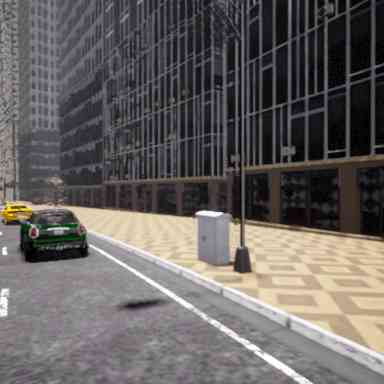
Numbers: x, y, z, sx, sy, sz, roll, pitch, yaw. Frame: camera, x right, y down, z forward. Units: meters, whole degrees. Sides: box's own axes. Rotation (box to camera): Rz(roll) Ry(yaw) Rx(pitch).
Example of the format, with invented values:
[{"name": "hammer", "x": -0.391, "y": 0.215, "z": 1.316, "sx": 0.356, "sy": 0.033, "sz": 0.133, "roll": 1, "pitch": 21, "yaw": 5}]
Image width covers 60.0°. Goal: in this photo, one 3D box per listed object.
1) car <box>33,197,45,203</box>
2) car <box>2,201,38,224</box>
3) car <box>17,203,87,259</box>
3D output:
[{"name": "car", "x": -34.427, "y": 2.165, "z": 77.372, "sx": 5.009, "sy": 1.841, "sz": 2.192, "roll": 0, "pitch": 0, "yaw": -35}, {"name": "car", "x": -14.325, "y": 1.741, "z": 27.311, "sx": 1.882, "sy": 1.535, "sz": 5.008, "roll": 0, "pitch": 0, "yaw": -34}, {"name": "car", "x": -5.777, "y": 1.472, "z": 13.606, "sx": 2.097, "sy": 1.767, "sz": 4.553, "roll": 0, "pitch": 0, "yaw": -30}]
